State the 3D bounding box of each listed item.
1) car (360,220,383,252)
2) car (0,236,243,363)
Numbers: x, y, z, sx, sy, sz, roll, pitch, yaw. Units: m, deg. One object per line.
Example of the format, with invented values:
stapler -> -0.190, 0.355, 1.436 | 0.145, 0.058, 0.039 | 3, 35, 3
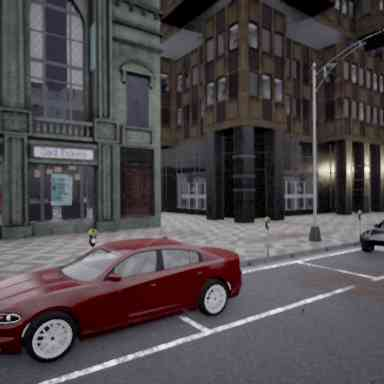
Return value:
car -> 8.058, 1.515, 12.406 | 4.313, 1.339, 1.947 | 0, 0, -36
car -> -1.117, 1.536, 5.856 | 4.507, 1.381, 1.887 | 0, 0, -36
